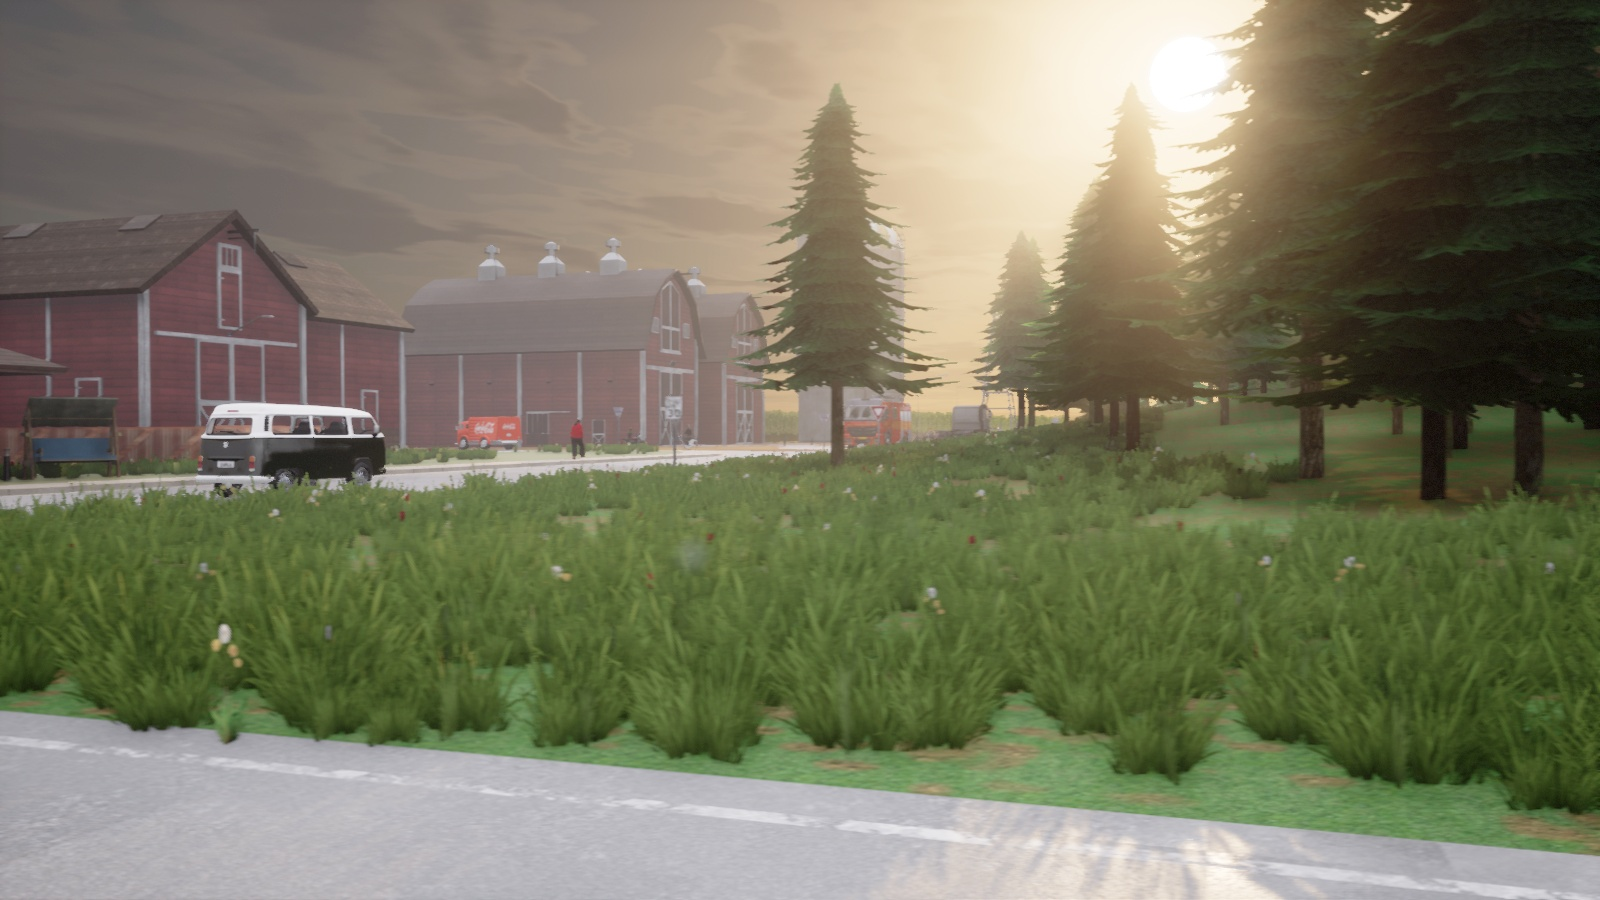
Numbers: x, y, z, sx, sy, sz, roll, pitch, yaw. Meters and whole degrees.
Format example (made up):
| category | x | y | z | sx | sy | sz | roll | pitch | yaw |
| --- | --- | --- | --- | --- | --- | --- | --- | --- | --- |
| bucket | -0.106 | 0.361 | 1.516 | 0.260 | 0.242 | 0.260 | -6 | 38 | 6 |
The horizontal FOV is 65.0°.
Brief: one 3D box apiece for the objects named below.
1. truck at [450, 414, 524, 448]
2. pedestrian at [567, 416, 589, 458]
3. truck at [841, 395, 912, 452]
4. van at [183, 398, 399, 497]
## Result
| category | x | y | z | sx | sy | sz | roll | pitch | yaw |
| --- | --- | --- | --- | --- | --- | --- | --- | --- | --- |
| truck | -23.216 | -1.394 | 93.050 | 5.204 | 2.467 | 2.627 | 0 | 1 | 38 |
| pedestrian | -9.882 | -0.591 | 55.901 | 0.634 | 1.844 | 0.899 | 1 | 1 | 18 |
| truck | 5.508 | -1.883 | 88.850 | 2.891 | 3.827 | 8.468 | 1 | 1 | 19 |
| van | -11.298 | -0.085 | 28.243 | 2.069 | 2.038 | 4.480 | 1 | 1 | 19 |
